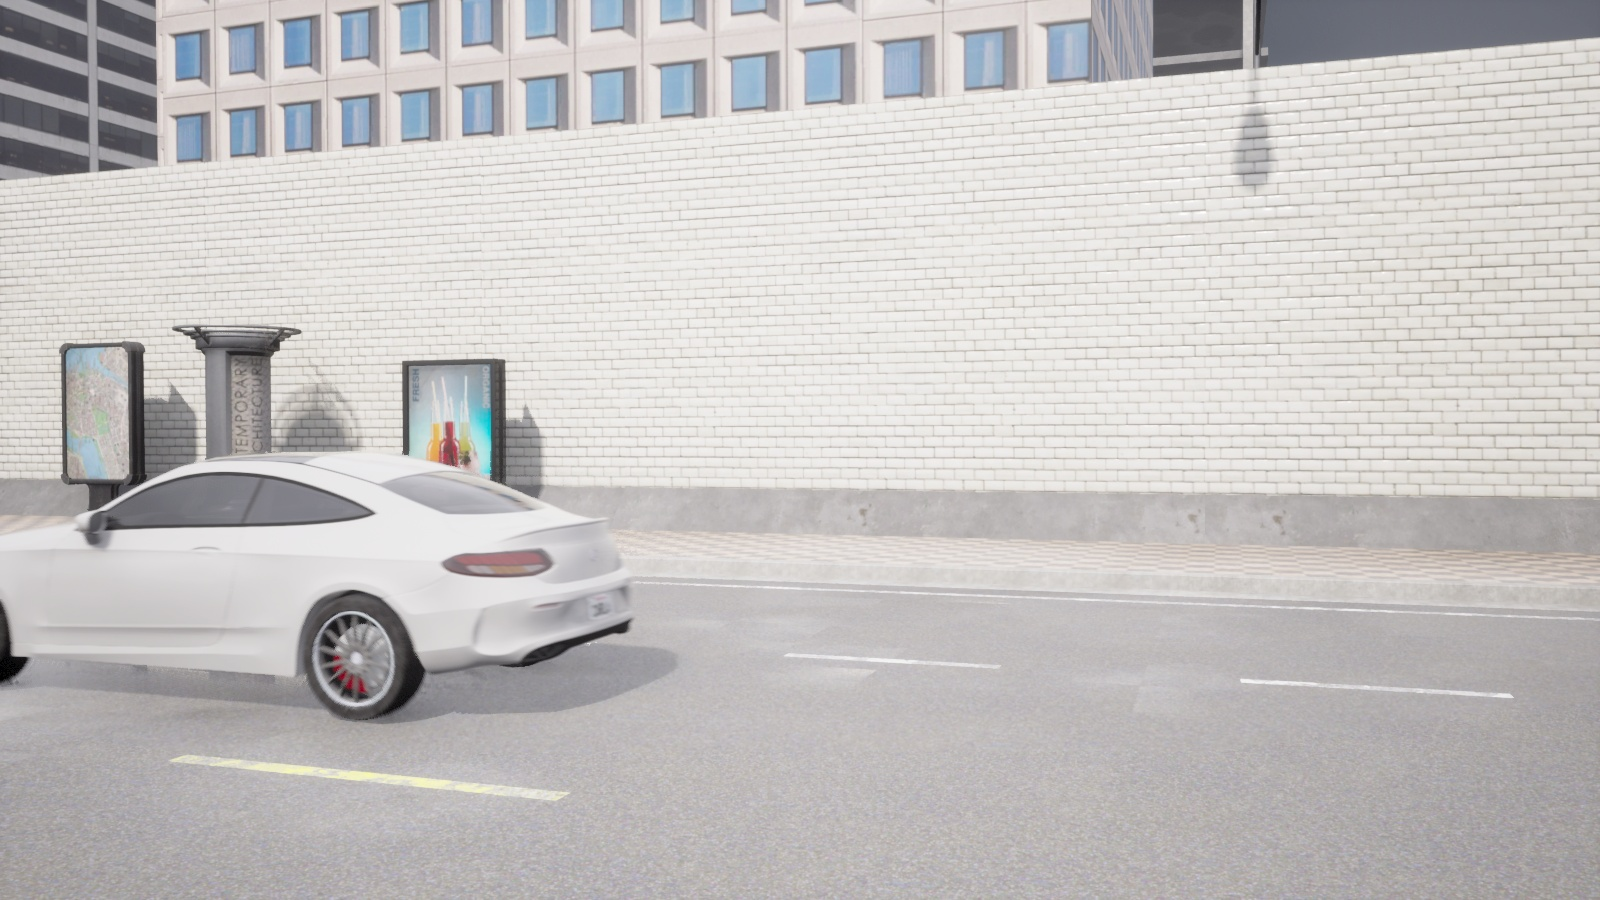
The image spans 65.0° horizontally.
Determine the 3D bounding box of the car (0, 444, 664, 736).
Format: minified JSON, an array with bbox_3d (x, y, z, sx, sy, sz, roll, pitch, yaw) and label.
[{"bbox_3d":[-3.385,0.711,8.027,4.674,1.442,1.812,1,1,18],"label":"car"}]
